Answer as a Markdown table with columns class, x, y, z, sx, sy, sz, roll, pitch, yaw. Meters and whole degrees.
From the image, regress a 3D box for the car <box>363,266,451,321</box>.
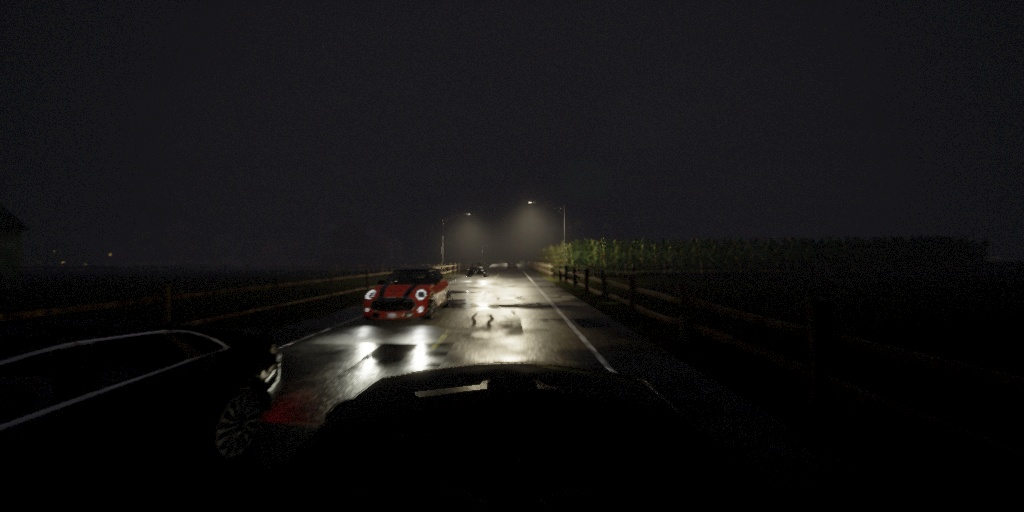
| class | x | y | z | sx | sy | sz | roll | pitch | yaw |
| --- | --- | --- | --- | --- | --- | --- | --- | --- | --- |
| car | -3.589 | 1.204 | 12.989 | 2.097 | 1.767 | 4.553 | 0 | 0 | 0 |

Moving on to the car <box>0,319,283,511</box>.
| class | x | y | z | sx | sy | sz | roll | pitch | yaw |
| --- | --- | --- | --- | --- | --- | --- | --- | --- | --- |
| car | -3.605 | 1.265 | 2.174 | 2.128 | 1.511 | 4.902 | 0 | 0 | 0 |

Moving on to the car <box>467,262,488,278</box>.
| class | x | y | z | sx | sy | sz | roll | pitch | yaw |
| --- | --- | --- | --- | --- | --- | --- | --- | --- | --- |
| car | -3.489 | 1.341 | 37.079 | 1.837 | 1.490 | 4.892 | 0 | 0 | 0 |
